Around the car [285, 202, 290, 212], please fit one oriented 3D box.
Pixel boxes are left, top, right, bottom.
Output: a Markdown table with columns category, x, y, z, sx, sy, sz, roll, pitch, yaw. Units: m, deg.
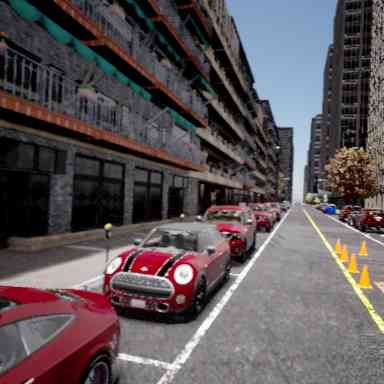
| category | x | y | z | sx | sy | sz | roll | pitch | yaw |
| --- | --- | --- | --- | --- | --- | --- | --- | --- | --- |
| car | 16.738 | 2.940 | 61.781 | 1.947 | 1.339 | 4.313 | 3 | -1 | 18 |

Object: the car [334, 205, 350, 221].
| category | x | y | z | sx | sy | sz | roll | pitch | yaw |
| --- | --- | --- | --- | --- | --- | --- | --- | --- | --- |
| car | 17.904 | 2.469 | 37.658 | 2.192 | 1.841 | 5.009 | 3 | -1 | 18 |

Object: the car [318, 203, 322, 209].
| category | x | y | z | sx | sy | sz | roll | pitch | yaw |
| --- | --- | --- | --- | --- | --- | --- | --- | --- | --- |
| car | 28.132 | 3.568 | 70.044 | 1.802 | 1.307 | 4.206 | 3 | -1 | 18 |

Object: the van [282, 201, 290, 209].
| category | x | y | z | sx | sy | sz | roll | pitch | yaw |
| --- | --- | --- | --- | --- | --- | --- | --- | --- | --- |
| van | 23.576 | 3.285 | 83.377 | 1.690 | 1.788 | 3.998 | 3 | -1 | 18 |

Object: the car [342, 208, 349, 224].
| category | x | y | z | sx | sy | sz | roll | pitch | yaw |
| --- | --- | --- | --- | --- | --- | --- | --- | --- | --- |
| car | 16.186 | 2.572 | 32.259 | 2.008 | 1.369 | 4.403 | 3 | -1 | 18 |

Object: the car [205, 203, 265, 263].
| category | x | y | z | sx | sy | sz | roll | pitch | yaw |
| --- | --- | --- | --- | --- | --- | --- | --- | --- | --- |
| car | 1.387 | 1.495 | 13.199 | 2.192 | 1.841 | 5.009 | 3 | 0 | 18 |

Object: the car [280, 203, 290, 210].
| category | x | y | z | sx | sy | sz | roll | pitch | yaw |
| --- | --- | --- | --- | --- | --- | --- | --- | --- | --- |
| car | 21.858 | 3.364 | 77.975 | 1.947 | 1.339 | 4.313 | 3 | -1 | 18 |

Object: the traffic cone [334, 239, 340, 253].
| category | x | y | z | sx | sy | sz | roll | pitch | yaw |
| --- | --- | --- | --- | --- | --- | --- | --- | --- | --- |
| traffic cone | 6.421 | 2.372 | 14.591 | 0.340 | 0.580 | 0.340 | 2 | -1 | 18 |

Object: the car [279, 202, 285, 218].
| category | x | y | z | sx | sy | sz | roll | pitch | yaw |
| --- | --- | --- | --- | --- | --- | --- | --- | --- | --- |
| car | 8.216 | 2.005 | 34.793 | 2.192 | 1.841 | 5.009 | 3 | -1 | 18 |

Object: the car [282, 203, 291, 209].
| category | x | y | z | sx | sy | sz | roll | pitch | yaw |
| --- | --- | --- | --- | --- | --- | --- | --- | --- | --- |
| car | 25.271 | 3.644 | 88.771 | 2.008 | 1.369 | 4.403 | 2 | -1 | 18 |

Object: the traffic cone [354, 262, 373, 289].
| category | x | y | z | sx | sy | sz | roll | pitch | yaw |
| --- | --- | --- | --- | --- | --- | --- | --- | --- | --- |
| traffic cone | 4.612 | 2.240 | 8.872 | 0.340 | 0.580 | 0.340 | 2 | -1 | 18 |

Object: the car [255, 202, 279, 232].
| category | x | y | z | sx | sy | sz | roll | pitch | yaw |
| --- | --- | --- | --- | --- | --- | --- | --- | --- | --- |
| car | 4.801 | 1.747 | 23.995 | 2.192 | 1.841 | 5.009 | 3 | 0 | 18 |

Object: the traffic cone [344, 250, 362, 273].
| category | x | y | z | sx | sy | sz | roll | pitch | yaw |
| --- | --- | --- | --- | --- | --- | --- | --- | --- | --- |
| traffic cone | 5.215 | 2.284 | 10.779 | 0.340 | 0.580 | 0.340 | 2 | -1 | 18 |

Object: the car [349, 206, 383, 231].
| category | x | y | z | sx | sy | sz | roll | pitch | yaw |
| --- | --- | --- | --- | --- | --- | --- | --- | --- | --- |
| car | 14.490 | 2.206 | 26.862 | 2.192 | 1.841 | 5.009 | 3 | -1 | 18 |

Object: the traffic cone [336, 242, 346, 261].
| category | x | y | z | sx | sy | sz | roll | pitch | yaw |
| --- | --- | --- | --- | --- | --- | --- | --- | --- | --- |
| traffic cone | 5.818 | 2.328 | 12.685 | 0.340 | 0.580 | 0.340 | 2 | -1 | 18 |

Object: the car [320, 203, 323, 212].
| category | x | y | z | sx | sy | sz | roll | pitch | yaw |
| --- | --- | --- | --- | --- | --- | --- | --- | --- | --- |
| car | 26.426 | 3.427 | 64.647 | 1.802 | 1.307 | 4.206 | 3 | -1 | 18 |

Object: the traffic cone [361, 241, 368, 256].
| category | x | y | z | sx | sy | sz | roll | pitch | yaw |
| --- | --- | --- | --- | --- | --- | --- | --- | --- | --- |
| traffic cone | 7.373 | 2.412 | 14.289 | 0.340 | 0.580 | 0.340 | 2 | -1 | 18 |

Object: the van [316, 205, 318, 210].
| category | x | y | z | sx | sy | sz | roll | pitch | yaw |
| --- | --- | --- | --- | --- | --- | --- | --- | --- | --- |
| van | 29.850 | 3.470 | 75.445 | 1.690 | 1.788 | 3.998 | 3 | -1 | 18 |

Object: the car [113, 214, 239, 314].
| category | x | y | z | sx | sy | sz | roll | pitch | yaw |
| --- | --- | --- | --- | --- | --- | --- | --- | --- | --- |
| car | -0.328 | 1.495 | 7.799 | 1.967 | 1.590 | 4.097 | 3 | 0 | 18 |

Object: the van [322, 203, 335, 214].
| category | x | y | z | sx | sy | sz | roll | pitch | yaw |
| --- | --- | --- | --- | --- | --- | --- | --- | --- | --- |
| van | 24.730 | 3.046 | 59.251 | 1.690 | 1.788 | 3.998 | 3 | -1 | 18 |

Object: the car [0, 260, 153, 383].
| category | x | y | z | sx | sy | sz | roll | pitch | yaw |
| --- | --- | --- | --- | --- | --- | --- | --- | --- | --- |
| car | -2.042 | 1.514 | 2.401 | 1.802 | 1.307 | 4.206 | 3 | 0 | 18 |
